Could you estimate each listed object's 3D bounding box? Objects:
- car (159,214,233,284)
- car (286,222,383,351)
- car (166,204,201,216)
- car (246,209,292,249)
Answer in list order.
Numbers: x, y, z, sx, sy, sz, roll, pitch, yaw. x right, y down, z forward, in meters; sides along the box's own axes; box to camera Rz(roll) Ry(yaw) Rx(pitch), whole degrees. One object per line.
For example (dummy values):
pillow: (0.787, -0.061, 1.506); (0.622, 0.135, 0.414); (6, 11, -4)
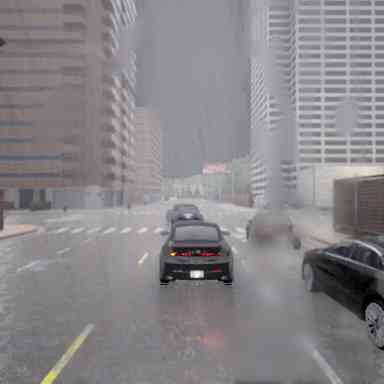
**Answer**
car: (0.107, 1.622, 9.899); (1.837, 1.490, 4.892); (0, -1, 0)
car: (3.608, 1.564, 6.290); (2.128, 1.511, 4.902); (0, -1, 0)
car: (-0.617, 1.604, 23.051); (2.097, 1.767, 4.553); (0, 0, -10)
car: (3.637, 1.705, 15.316); (1.812, 1.442, 4.674); (0, -1, 1)
